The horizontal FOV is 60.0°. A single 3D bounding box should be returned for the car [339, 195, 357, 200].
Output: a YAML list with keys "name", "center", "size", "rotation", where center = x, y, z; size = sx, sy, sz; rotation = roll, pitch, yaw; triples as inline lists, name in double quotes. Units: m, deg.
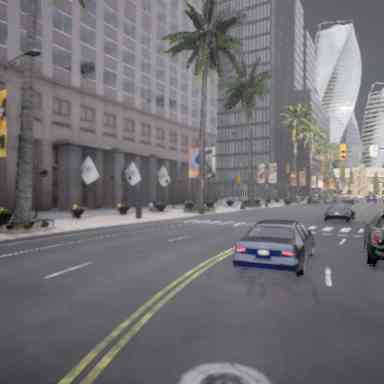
- name: "car"
  center: [32.048, 1.772, 68.228]
  size: [1.882, 1.535, 5.008]
  rotation: [0, 0, 31]

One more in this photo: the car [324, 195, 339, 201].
- name: "car"
  center: [29.010, 1.805, 69.968]
  size: [2.128, 1.511, 4.902]
  rotation: [0, 0, 31]

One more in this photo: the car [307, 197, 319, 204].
- name: "car"
  center: [25.829, 1.776, 70.856]
  size: [2.161, 1.482, 4.786]
  rotation: [0, 0, 30]

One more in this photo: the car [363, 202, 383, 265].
- name: "car"
  center: [7.144, 1.413, 11.479]
  size: [2.097, 1.767, 4.553]
  rotation: [0, 0, 26]

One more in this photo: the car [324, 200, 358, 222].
- name: "car"
  center: [12.514, 1.681, 28.082]
  size: [1.994, 1.385, 4.181]
  rotation: [0, 0, 31]

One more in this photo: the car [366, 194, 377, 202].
- name: "car"
  center: [44.243, 1.611, 81.977]
  size: [2.150, 2.045, 5.566]
  rotation: [0, 0, 30]

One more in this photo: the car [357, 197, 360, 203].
- name: "car"
  center: [40.384, 1.864, 82.308]
  size: [1.837, 1.490, 4.892]
  rotation: [0, 0, 31]

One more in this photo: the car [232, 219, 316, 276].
- name: "car"
  center: [2.815, 1.581, 10.664]
  size: [2.033, 1.411, 5.357]
  rotation: [0, 0, 24]
